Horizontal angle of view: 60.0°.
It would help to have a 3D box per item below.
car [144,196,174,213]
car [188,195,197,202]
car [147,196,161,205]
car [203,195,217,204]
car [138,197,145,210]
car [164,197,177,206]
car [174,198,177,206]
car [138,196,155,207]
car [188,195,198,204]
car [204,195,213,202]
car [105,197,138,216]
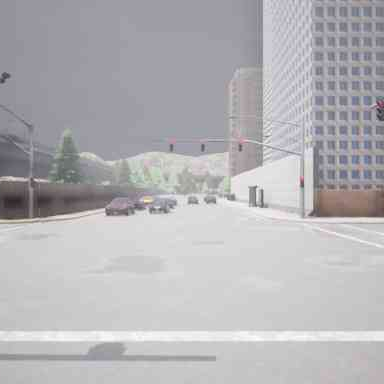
[{"bbox_3d":[-3.530,1.492,36.438,2.128,1.511,4.902,0,0,0],"label":"car"},{"bbox_3d":[0.123,1.478,74.623,1.882,1.535,5.008,0,0,0],"label":"car"},{"bbox_3d":[-6.965,1.478,61.429,1.882,1.535,5.008,0,0,1],"label":"car"},{"bbox_3d":[3.703,1.505,64.098,1.837,1.490,4.892,0,0,0],"label":"car"},{"bbox_3d":[-7.026,1.601,41.840,1.895,1.301,4.718,0,0,0],"label":"car"},{"bbox_3d":[-3.488,1.601,55.340,1.895,1.301,4.718,0,0,0],"label":"car"},{"bbox_3d":[-3.525,1.564,45.358,1.994,1.385,4.181,0,0,-1],"label":"car"},{"bbox_3d":[-7.005,1.478,51.356,1.882,1.535,5.008,0,0,0],"label":"car"},{"bbox_3d":[0.198,1.564,63.018,1.994,1.385,4.181,0,0,0],"label":"car"},{"bbox_3d":[3.621,1.500,74.494,1.837,1.490,4.892,0,0,0],"label":"car"},{"bbox_3d":[-7.041,1.352,32.855,2.097,1.767,4.553,0,0,0],"label":"car"}]
